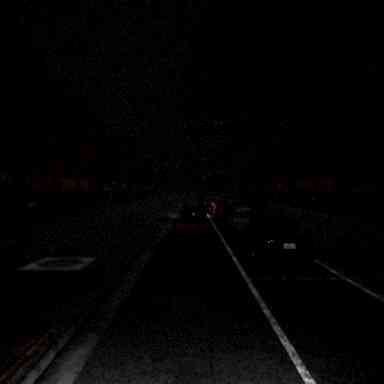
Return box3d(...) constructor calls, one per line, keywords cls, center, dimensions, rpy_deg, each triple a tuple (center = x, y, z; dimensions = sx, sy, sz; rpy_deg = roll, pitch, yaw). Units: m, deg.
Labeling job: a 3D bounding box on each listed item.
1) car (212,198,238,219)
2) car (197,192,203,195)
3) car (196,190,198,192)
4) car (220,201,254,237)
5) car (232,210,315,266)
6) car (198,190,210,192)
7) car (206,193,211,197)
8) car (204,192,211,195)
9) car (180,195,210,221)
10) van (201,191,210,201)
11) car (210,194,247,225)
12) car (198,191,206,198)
box3d(cls="car", center=(2.655, 1.307, 27.883), dimensions=(1.752, 1.417, 4.829), rpy_deg=(0, 0, 0))
box3d(cls="car", center=(0.124, 1.133, 42.444), dimensions=(1.882, 1.535, 5.008), rpy_deg=(0, 0, 0))
box3d(cls="car", center=(2.691, 0.579, 83.169), dimensions=(2.192, 1.841, 5.009), rpy_deg=(0, 1, 0))
box3d(cls="car", center=(2.648, 1.397, 16.792), dimensions=(1.752, 1.417, 4.829), rpy_deg=(0, 0, 0))
box3d(cls="car", center=(2.645, 1.484, 11.076), dimensions=(1.947, 1.339, 4.313), rpy_deg=(0, 0, 0))
box3d(cls="car", center=(2.677, 0.793, 60.986), dimensions=(2.192, 1.841, 5.009), rpy_deg=(0, 1, 0))
box3d(cls="car", center=(2.659, 1.177, 33.257), dimensions=(1.967, 1.590, 4.097), rpy_deg=(0, 1, 0))
box3d(cls="car", center=(2.663, 1.129, 38.804), dimensions=(1.967, 1.590, 4.097), rpy_deg=(0, 1, 0))
box3d(cls="car", center=(0.109, 1.284, 24.769), dimensions=(1.882, 1.535, 5.008), rpy_deg=(0, 1, 0))
box3d(cls="van", center=(2.681, 0.765, 66.532), dimensions=(1.690, 1.788, 3.998), rpy_deg=(0, 1, 0))
box3d(cls="car", center=(2.651, 1.143, 22.166), dimensions=(2.192, 1.841, 5.009), rpy_deg=(0, 0, 0))
box3d(cls="car", center=(2.695, 0.650, 88.715), dimensions=(1.967, 1.590, 4.097), rpy_deg=(0, 1, 0))
